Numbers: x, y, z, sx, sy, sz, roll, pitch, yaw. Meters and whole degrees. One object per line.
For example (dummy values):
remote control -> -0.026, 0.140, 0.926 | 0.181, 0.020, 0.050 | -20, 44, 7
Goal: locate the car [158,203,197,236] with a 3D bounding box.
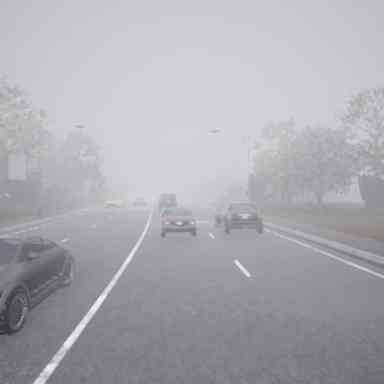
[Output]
car -> -0.786, 1.536, 18.348 | 2.033, 1.411, 5.357 | 0, 0, -5

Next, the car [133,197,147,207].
car -> -7.712, 1.484, 49.792 | 1.837, 1.490, 4.892 | 0, 0, -6

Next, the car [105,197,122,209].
car -> -10.874, 1.462, 46.394 | 1.882, 1.535, 5.008 | 0, 0, -6

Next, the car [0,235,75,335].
car -> -3.807, 1.567, 6.516 | 1.994, 1.385, 4.181 | 0, 0, -2

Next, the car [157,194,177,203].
car -> -2.940, 1.198, 39.926 | 2.150, 2.045, 5.566 | 0, 0, -6

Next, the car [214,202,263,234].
car -> 2.604, 1.333, 19.459 | 2.097, 1.767, 4.553 | 0, 0, -4
